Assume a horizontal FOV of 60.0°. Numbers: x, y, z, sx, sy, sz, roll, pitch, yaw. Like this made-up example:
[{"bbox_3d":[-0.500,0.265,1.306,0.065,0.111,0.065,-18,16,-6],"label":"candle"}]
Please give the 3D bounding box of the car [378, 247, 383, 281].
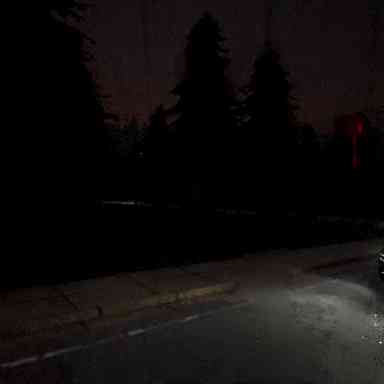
[{"bbox_3d":[6.869,1.577,8.799,5.008,1.535,1.882,1,-1,-35],"label":"car"}]
